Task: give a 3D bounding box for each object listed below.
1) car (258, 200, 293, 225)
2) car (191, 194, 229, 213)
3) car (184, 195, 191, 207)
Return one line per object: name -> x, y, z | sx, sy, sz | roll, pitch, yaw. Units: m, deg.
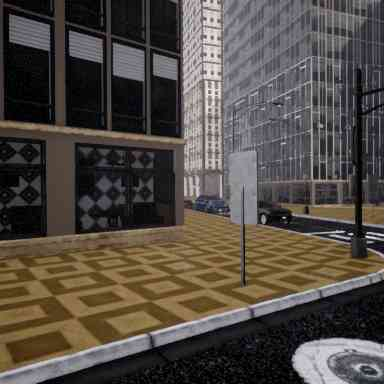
car -> 4.884, 1.278, 22.851 | 1.882, 1.535, 5.008 | -1, 1, -19
car -> 1.835, 1.020, 31.924 | 2.097, 1.767, 4.553 | -1, 1, -19
car -> -1.318, 1.094, 41.344 | 1.994, 1.385, 4.181 | -1, 1, -18
